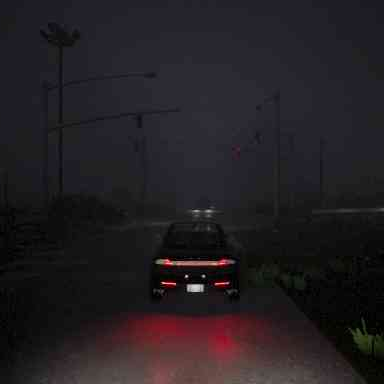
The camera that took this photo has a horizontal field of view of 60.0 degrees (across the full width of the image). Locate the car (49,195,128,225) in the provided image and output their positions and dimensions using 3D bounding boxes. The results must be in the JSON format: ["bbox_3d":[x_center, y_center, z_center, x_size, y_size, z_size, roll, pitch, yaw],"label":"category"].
[{"bbox_3d":[-7.469,1.222,23.935,5.566,2.045,2.150,0,0,1],"label":"car"}]

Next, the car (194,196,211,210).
[{"bbox_3d":[1.422,1.491,42.909,1.812,1.442,4.674,0,0,3],"label":"car"}]

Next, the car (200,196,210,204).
[{"bbox_3d":[2.559,1.529,64.378,1.994,1.385,4.181,0,0,3],"label":"car"}]

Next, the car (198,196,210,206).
[{"bbox_3d":[1.955,1.443,53.313,1.882,1.535,5.008,0,0,3],"label":"car"}]

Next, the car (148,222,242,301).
[{"bbox_3d":[0.079,1.492,8.323,2.128,1.511,4.902,0,0,0],"label":"car"}]
